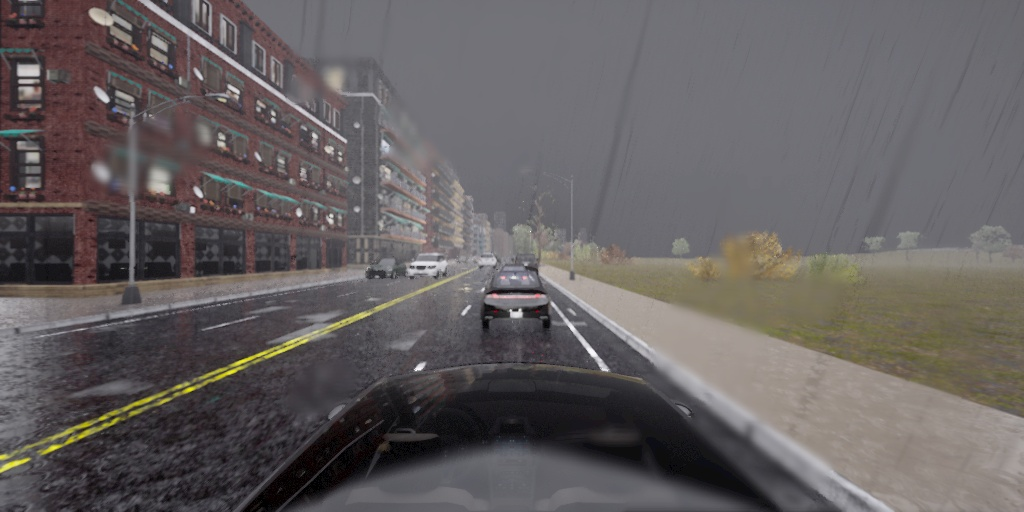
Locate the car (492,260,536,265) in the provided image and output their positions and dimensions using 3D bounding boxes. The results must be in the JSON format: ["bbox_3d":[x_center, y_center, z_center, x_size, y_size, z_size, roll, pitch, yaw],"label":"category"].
[{"bbox_3d":[0.106,1.161,21.338,2.033,1.411,5.357,0,0,0],"label":"car"}]

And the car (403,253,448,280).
[{"bbox_3d":[-6.598,0.784,28.681,2.150,2.045,5.566,0,0,0],"label":"car"}]

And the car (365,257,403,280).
[{"bbox_3d":[-9.847,0.916,28.425,2.097,1.767,4.553,0,0,0],"label":"car"}]

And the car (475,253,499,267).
[{"bbox_3d":[-3.245,0.645,48.369,2.150,2.045,5.566,0,1,0],"label":"car"}]

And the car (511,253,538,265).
[{"bbox_3d":[1.140,0.767,31.545,2.150,2.045,5.566,0,0,0],"label":"car"}]

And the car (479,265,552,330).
[{"bbox_3d":[0.102,1.176,10.900,2.128,1.511,4.902,0,0,0],"label":"car"}]
